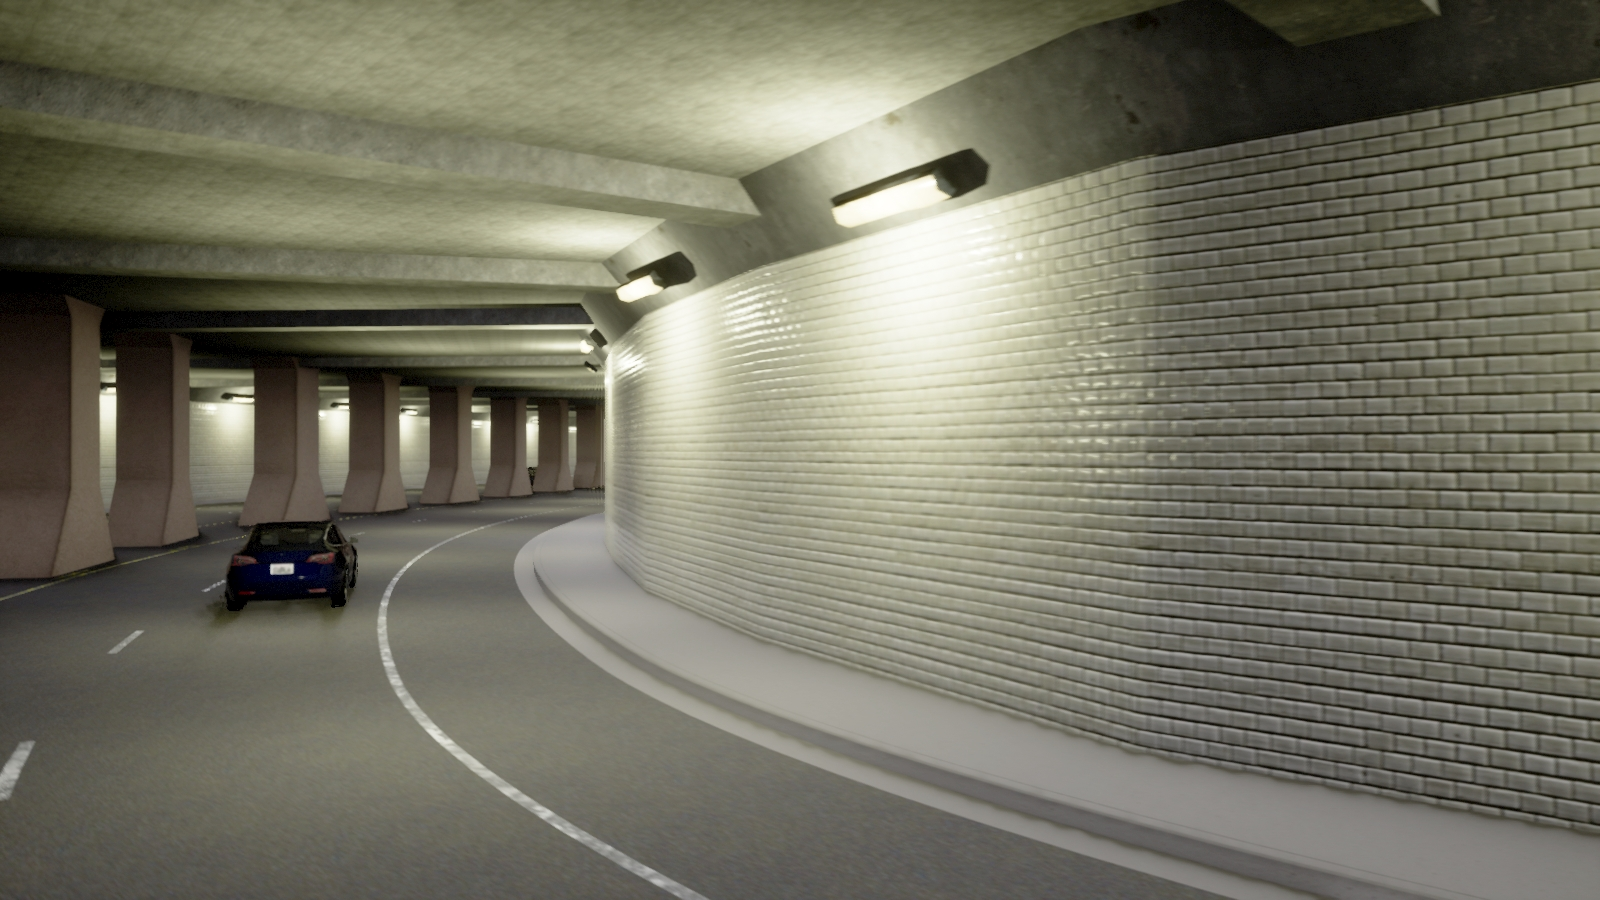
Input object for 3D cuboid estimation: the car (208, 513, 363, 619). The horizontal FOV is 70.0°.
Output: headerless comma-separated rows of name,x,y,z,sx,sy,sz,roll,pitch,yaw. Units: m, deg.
car,-9.545,2.068,21.593,2.163,1.488,4.792,0,0,-18
